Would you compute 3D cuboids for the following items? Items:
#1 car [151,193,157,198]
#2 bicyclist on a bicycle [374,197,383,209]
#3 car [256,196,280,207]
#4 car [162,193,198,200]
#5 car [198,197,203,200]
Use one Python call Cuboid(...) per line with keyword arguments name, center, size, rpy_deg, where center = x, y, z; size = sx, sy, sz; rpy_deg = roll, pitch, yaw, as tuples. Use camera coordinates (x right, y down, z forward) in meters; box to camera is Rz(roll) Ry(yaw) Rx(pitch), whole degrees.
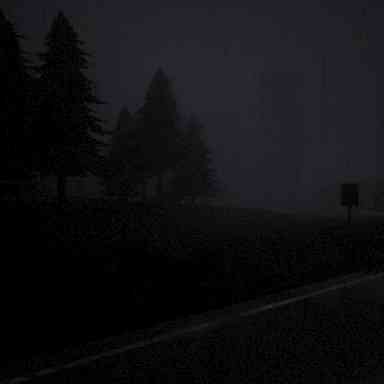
Cuboid(name="car", center=(-5.972, 1.184, 63.623), size=(2.150, 2.045, 5.566), rpy_deg=(0, 0, -35))
Cuboid(name="bicyclist on a bicycle", center=(23.529, 1.461, 41.766), size=(1.656, 1.620, 0.582), rpy_deg=(0, 0, -12))
Cuboid(name="car", center=(11.281, 1.465, 49.507), size=(3.988, 1.617, 1.851), rpy_deg=(0, 0, -36))
Cuboid(name="car", center=(-1.938, 1.174, 51.642), size=(2.150, 2.045, 5.566), rpy_deg=(0, 0, -35))
Cuboid(name="car", center=(0.108, 1.488, 55.010), size=(1.812, 1.442, 4.674), rpy_deg=(0, 0, -34))
